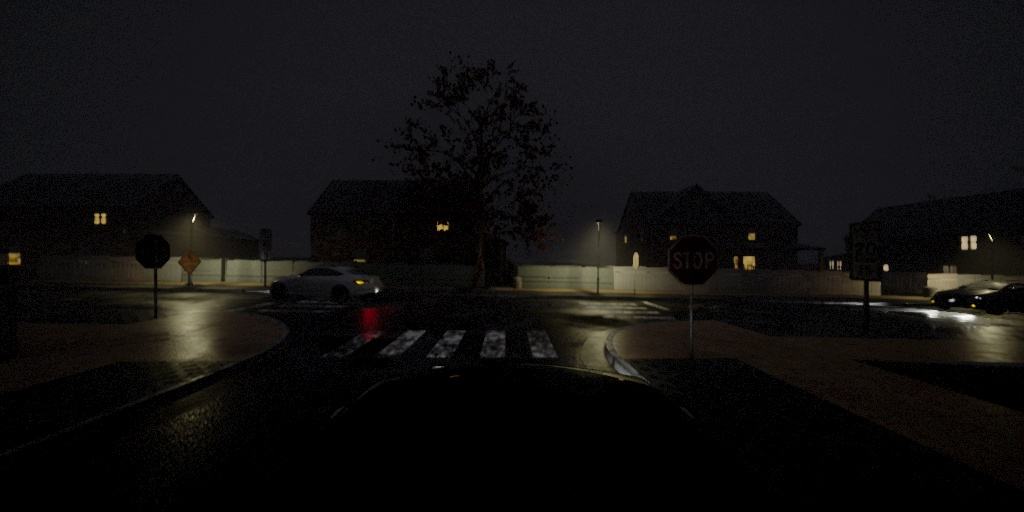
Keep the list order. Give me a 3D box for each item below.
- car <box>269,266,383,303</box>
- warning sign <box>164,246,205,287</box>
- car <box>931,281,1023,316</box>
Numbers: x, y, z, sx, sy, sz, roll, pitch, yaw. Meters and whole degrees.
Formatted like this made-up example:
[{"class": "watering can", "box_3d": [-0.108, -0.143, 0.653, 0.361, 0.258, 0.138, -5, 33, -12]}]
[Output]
[{"class": "car", "box_3d": [-7.805, 1.127, 15.182, 4.674, 1.442, 1.812, 1, -1, 12]}, {"class": "warning sign", "box_3d": [-15.967, 0.570, 17.751, 1.060, 1.860, 1.300, 0, 0, -1]}, {"class": "car", "box_3d": [21.432, 1.832, 15.870, 4.181, 1.385, 1.994, 1, 0, -1]}]
